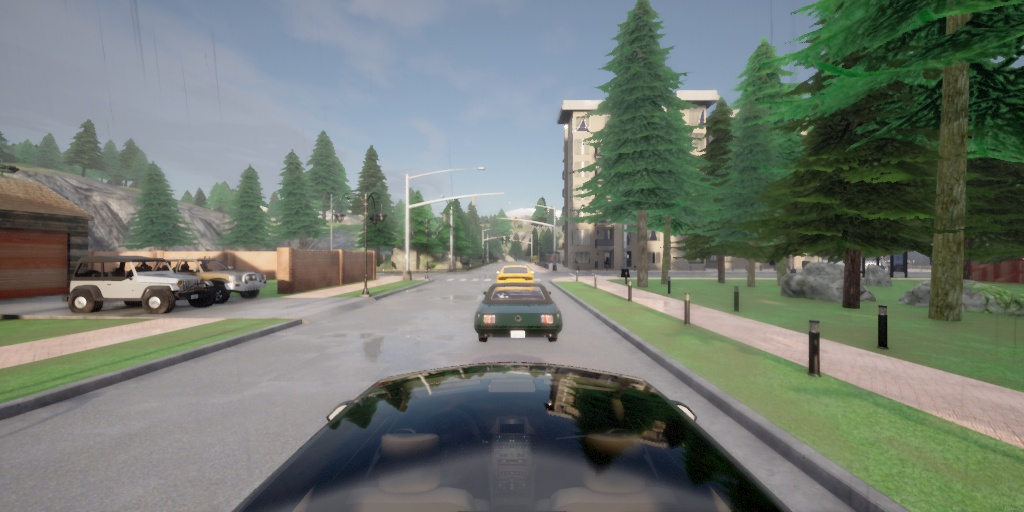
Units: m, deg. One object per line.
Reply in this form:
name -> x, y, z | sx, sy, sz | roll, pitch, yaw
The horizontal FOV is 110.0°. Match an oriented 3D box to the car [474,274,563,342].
car -> 0.146, 1.351, 9.711 | 1.895, 1.301, 4.718 | 0, 0, 0

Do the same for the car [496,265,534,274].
car -> 0.176, 1.227, 19.050 | 1.882, 1.535, 5.008 | 0, 0, 0
